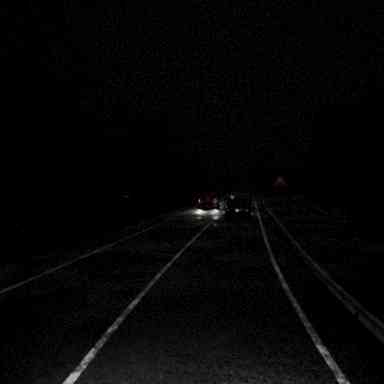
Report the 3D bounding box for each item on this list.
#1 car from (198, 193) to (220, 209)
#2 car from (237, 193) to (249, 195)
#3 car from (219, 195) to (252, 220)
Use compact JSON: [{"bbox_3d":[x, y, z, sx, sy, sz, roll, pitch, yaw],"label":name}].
[{"bbox_3d":[1.907,0.867,35.717,2.097,1.767,4.553,-1,1,10],"label":"car"},{"bbox_3d":[6.552,0.802,42.496,1.882,1.535,5.008,-1,1,11],"label":"car"},{"bbox_3d":[3.495,1.249,25.035,2.033,1.411,5.357,-1,1,10],"label":"car"}]
